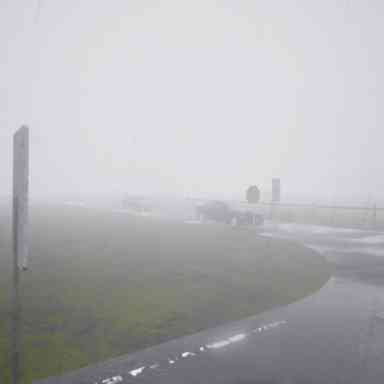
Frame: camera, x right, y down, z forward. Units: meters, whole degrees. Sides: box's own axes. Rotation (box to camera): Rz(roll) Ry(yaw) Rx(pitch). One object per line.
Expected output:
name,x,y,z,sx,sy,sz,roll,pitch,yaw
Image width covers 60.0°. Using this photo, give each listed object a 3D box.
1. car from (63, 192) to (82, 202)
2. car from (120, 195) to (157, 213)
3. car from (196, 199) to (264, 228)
car,-17.384,0.715,48.133,1.812,1.442,4.674,1,0,-35
car,-4.991,1.046,30.591,1.837,1.490,4.892,1,2,-35
car,2.216,1.229,20.404,1.882,1.535,5.008,1,1,-34
